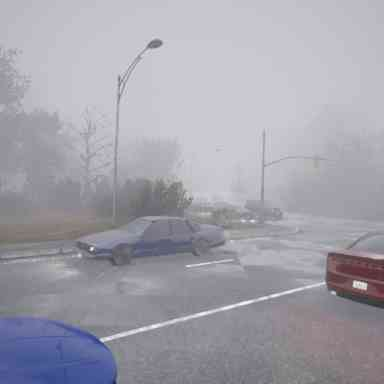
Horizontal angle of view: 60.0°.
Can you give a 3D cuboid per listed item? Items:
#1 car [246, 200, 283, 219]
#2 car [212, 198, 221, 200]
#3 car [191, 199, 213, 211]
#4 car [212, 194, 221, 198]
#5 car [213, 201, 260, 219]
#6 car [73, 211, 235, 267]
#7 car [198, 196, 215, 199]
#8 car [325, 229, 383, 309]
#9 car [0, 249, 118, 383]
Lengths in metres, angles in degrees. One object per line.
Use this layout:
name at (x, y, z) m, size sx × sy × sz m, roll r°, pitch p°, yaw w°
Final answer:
car at (7.967, 1.930, 37.681) m, size 2.150 × 2.045 × 5.566 m, roll 3°, pitch -1°, yaw -22°
car at (4.511, 2.052, 47.100) m, size 1.837 × 1.490 × 4.892 m, roll 3°, pitch 1°, yaw -17°
car at (1.404, 2.020, 45.255) m, size 1.895 × 1.301 × 4.718 m, roll 3°, pitch 0°, yaw -18°
car at (5.870, 1.112, 79.193) m, size 2.033 × 1.411 × 5.357 m, roll 2°, pitch 2°, yaw -1°
car at (4.716, 2.107, 36.297) m, size 2.033 × 1.411 × 5.357 m, roll 3°, pitch -1°, yaw -23°
car at (-1.254, 1.584, 11.708) m, size 5.357 × 1.411 × 2.033 m, roll 1°, pitch 0°, yaw -36°
car at (1.853, 1.719, 56.887) m, size 1.837 × 1.490 × 4.892 m, roll 2°, pitch 2°, yaw -13°
car at (5.016, 1.556, 7.364) m, size 5.008 × 1.535 × 1.882 m, roll 1°, pitch -1°, yaw -35°
car at (-2.839, 1.478, 1.717) m, size 5.008 × 1.535 × 1.882 m, roll 0°, pitch 0°, yaw -36°
